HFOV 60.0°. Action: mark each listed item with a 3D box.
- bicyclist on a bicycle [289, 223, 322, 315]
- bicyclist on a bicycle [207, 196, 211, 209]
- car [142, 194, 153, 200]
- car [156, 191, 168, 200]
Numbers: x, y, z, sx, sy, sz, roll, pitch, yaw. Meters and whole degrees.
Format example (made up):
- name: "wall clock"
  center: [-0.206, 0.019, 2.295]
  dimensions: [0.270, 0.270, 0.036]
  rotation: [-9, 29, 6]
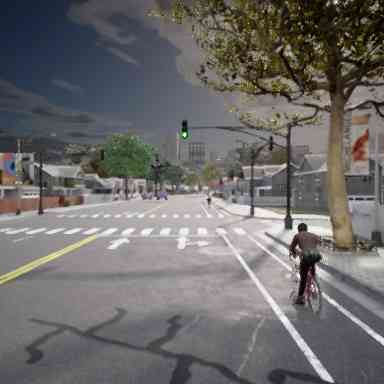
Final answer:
- name: "bicyclist on a bicycle"
  center: [2.250, 1.454, 6.618]
  dimensions: [0.582, 1.620, 1.656]
  rotation: [0, 0, 0]
- name: "bicyclist on a bicycle"
  center: [2.248, 1.353, 43.571]
  dimensions: [0.659, 1.776, 1.843]
  rotation: [0, 0, 0]
- name: "car"
  center: [-9.755, 1.084, 72.864]
  dimensions: [1.812, 1.442, 4.674]
  rotation: [0, 0, 0]
- name: "car"
  center: [-6.505, 0.785, 72.833]
  dimensions: [2.150, 2.045, 5.566]
  rotation: [0, 0, 0]
